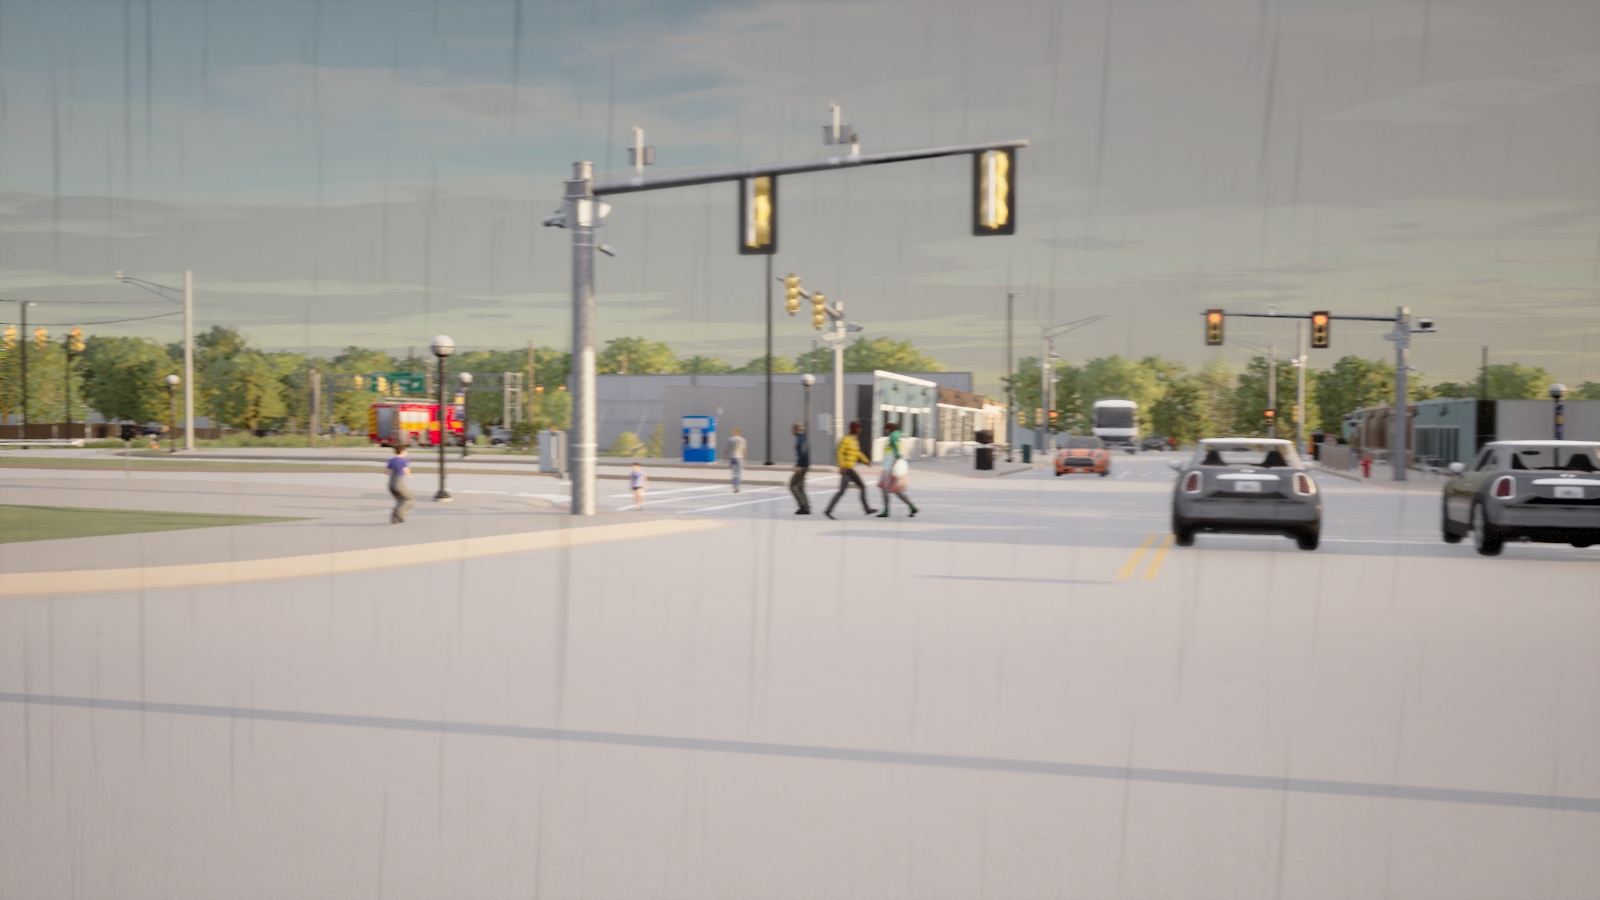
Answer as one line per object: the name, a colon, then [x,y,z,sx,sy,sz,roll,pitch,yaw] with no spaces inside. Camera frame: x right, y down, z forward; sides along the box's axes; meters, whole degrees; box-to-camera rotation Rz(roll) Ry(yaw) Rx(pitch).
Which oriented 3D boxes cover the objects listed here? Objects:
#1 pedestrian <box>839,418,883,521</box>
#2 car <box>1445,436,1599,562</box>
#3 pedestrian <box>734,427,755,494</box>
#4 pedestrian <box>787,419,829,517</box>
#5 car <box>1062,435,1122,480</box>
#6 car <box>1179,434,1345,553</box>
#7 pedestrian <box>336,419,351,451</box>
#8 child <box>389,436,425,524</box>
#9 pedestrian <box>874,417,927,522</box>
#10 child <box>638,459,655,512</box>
pedestrian: [1.098,0.340,22.504,0.726,1.835,0.370,1,1,13]
car: [9.970,0.600,16.685,1.970,1.475,3.806,1,0,19]
pedestrian: [-1.534,0.273,34.912,0.354,1.836,0.706,1,1,17]
pedestrian: [0.154,0.337,24.118,0.726,1.842,0.402,1,1,13]
car: [12.294,0.262,52.725,2.097,1.767,4.553,1,1,17]
car: [6.419,0.555,17.821,1.970,1.475,3.806,1,0,17]
pedestrian: [-28.193,-0.943,77.563,0.423,1.949,0.788,1,1,17]
child: [-5.761,0.431,18.406,0.270,1.263,0.437,1,2,25]
pedestrian: [1.894,0.351,23.675,0.873,1.952,0.659,1,1,14]
child: [-3.260,0.751,26.729,0.255,1.110,0.394,1,1,10]
